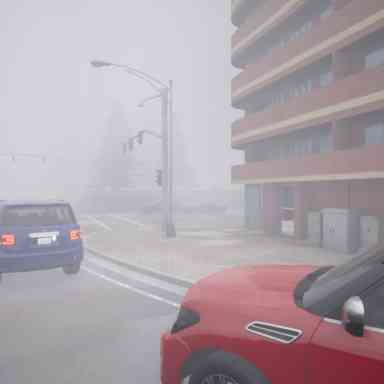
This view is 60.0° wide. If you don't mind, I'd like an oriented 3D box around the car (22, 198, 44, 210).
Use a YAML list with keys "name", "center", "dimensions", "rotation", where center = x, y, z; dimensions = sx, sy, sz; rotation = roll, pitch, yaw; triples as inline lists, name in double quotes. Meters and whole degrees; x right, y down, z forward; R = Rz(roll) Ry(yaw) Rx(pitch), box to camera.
- name: "car"
  center: [-21.024, 1.547, 44.143]
  dimensions: [2.033, 1.411, 5.357]
  rotation: [0, 0, -19]

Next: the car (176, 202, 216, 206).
- name: "car"
  center: [1.142, 1.656, 34.270]
  dimensions: [4.718, 1.301, 1.895]
  rotation: [0, 0, -22]

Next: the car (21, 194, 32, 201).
- name: "car"
  center: [-40.312, 1.355, 81.153]
  dimensions: [2.097, 1.767, 4.553]
  rotation: [0, 0, -23]

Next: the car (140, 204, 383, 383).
- name: "car"
  center: [2.322, 1.221, 2.472]
  dimensions: [5.566, 2.045, 2.150]
  rotation: [0, 0, 36]

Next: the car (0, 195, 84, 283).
- name: "car"
  center: [-4.965, 1.221, 9.841]
  dimensions: [2.150, 2.045, 5.566]
  rotation: [0, 0, -36]

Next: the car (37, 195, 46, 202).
- name: "car"
  center: [-34.343, 1.478, 76.016]
  dimensions: [1.882, 1.535, 5.008]
  rotation: [0, 0, -23]

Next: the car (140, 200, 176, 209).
- name: "car"
  center: [-3.311, 1.581, 36.195]
  dimensions: [4.674, 1.442, 1.812]
  rotation: [0, 0, -22]
